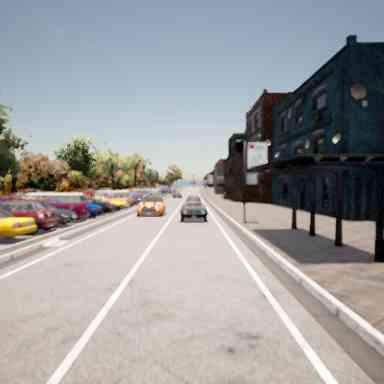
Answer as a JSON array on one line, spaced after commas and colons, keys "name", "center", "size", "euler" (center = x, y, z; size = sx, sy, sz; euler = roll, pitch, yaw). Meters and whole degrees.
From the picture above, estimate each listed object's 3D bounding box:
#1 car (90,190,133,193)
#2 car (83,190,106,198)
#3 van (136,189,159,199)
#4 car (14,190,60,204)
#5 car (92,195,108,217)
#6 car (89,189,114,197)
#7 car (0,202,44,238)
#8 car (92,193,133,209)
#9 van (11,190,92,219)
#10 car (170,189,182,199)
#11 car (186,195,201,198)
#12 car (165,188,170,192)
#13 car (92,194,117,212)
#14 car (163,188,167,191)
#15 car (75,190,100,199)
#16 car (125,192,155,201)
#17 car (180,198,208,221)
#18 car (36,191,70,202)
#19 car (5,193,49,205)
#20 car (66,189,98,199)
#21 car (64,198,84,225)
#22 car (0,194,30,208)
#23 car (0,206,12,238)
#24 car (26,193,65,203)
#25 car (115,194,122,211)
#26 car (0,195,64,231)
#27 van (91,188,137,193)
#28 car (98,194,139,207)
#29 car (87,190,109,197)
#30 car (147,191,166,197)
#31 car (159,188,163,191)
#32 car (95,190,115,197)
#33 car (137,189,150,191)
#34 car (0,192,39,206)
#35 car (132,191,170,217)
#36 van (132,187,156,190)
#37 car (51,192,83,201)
[{"name": "car", "center": [-9.350, 0.968, 36.888], "size": [4.553, 1.767, 2.185], "euler": [0, 1, 0]}, {"name": "car", "center": [-22.167, 0.399, 75.833], "size": [4.553, 1.767, 2.185], "euler": [0, 1, 0]}, {"name": "van", "center": [-9.009, 0.427, 67.374], "size": [4.442, 1.987, 1.878], "euler": [0, 1, 0]}, {"name": "car", "center": [-22.339, 0.685, 48.111], "size": [5.566, 2.045, 2.435], "euler": [0, 1, 0]}, {"name": "car", "center": [-9.479, 1.241, 25.757], "size": [5.008, 1.535, 2.097], "euler": [0, 1, 0]}, {"name": "car", "center": [-22.116, 0.188, 81.525], "size": [5.566, 2.045, 2.435], "euler": [0, 1, 0]}, {"name": "car", "center": [-9.753, 1.380, 14.627], "size": [5.366, 1.575, 1.946], "euler": [0, 1, 0]}, {"name": "car", "center": [-9.219, 1.128, 34.105], "size": [5.366, 1.575, 1.946], "euler": [0, 1, 0]}, {"name": "van", "center": [-9.614, 1.052, 22.972], "size": [4.442, 1.987, 1.878], "euler": [0, 1, 0]}, {"name": "car", "center": [-3.023, 0.664, 68.391], "size": [1.994, 1.385, 4.181], "euler": [0, 1, 0]}, {"name": "car", "center": [0.203, 1.069, 42.050], "size": [1.994, 1.385, 4.181], "euler": [0, 1, 0]}, {"name": "car", "center": [-8.823, 0.439, 81.415], "size": [5.366, 1.575, 1.946], "euler": [0, 1, 0]}, {"name": "car", "center": [-9.445, 1.205, 28.540], "size": [5.008, 1.535, 2.097], "euler": [0, 1, 0]}, {"name": "car", "center": [-9.061, 0.513, 78.634], "size": [4.792, 1.488, 2.163], "euler": [0, 1, 0]}, {"name": "car", "center": [-22.149, 0.481, 70.388], "size": [4.553, 1.767, 2.185], "euler": [0, 1, 0]}, {"name": "car", "center": [-9.188, 0.777, 59.153], "size": [4.892, 1.521, 2.231], "euler": [0, 1, 0]}, {"name": "car", "center": [0.139, 1.341, 24.373], "size": [1.895, 1.301, 4.718], "euler": [0, 1, 0]}, {"name": "car", "center": [-22.352, 0.730, 53.682], "size": [4.553, 1.767, 2.185], "euler": [0, 1, 0]}, {"name": "car", "center": [-22.395, 0.976, 45.328], "size": [5.008, 1.535, 2.097], "euler": [0, 1, 1]}, {"name": "car", "center": [-22.233, 0.399, 67.478], "size": [5.566, 2.045, 2.435], "euler": [0, 1, 0]}, {"name": "car", "center": [-9.527, 1.314, 20.191], "size": [4.892, 1.521, 2.231], "euler": [0, 1, 0]}, {"name": "car", "center": [-22.432, 1.054, 39.760], "size": [5.008, 1.535, 2.097], "euler": [0, 1, 0]}, {"name": "car", "center": [-9.585, 1.418, 11.842], "size": [5.008, 1.535, 2.097], "euler": [0, 1, 0]}, {"name": "car", "center": [-22.350, 0.898, 50.898], "size": [4.892, 1.521, 2.231], "euler": [0, 1, 0]}, {"name": "car", "center": [-9.430, 1.209, 31.325], "size": [4.674, 1.452, 2.002], "euler": [0, 1, 0]}, {"name": "car", "center": [-9.514, 1.224, 17.281], "size": [4.553, 1.767, 2.185], "euler": [0, 1, 0]}, {"name": "van", "center": [-9.241, 0.831, 39.606], "size": [4.442, 1.987, 1.878], "euler": [0, 1, 0]}, {"name": "car", "center": [-9.305, 1.047, 42.456], "size": [4.792, 1.488, 2.163], "euler": [0, 1, 0]}, {"name": "car", "center": [-22.143, 0.357, 78.617], "size": [4.553, 1.767, 2.185], "euler": [0, 1, 0]}, {"name": "car", "center": [-9.001, 0.442, 84.058], "size": [4.674, 1.452, 2.002], "euler": [-1, 1, 1]}, {"name": "car", "center": [-9.120, 0.442, 64.715], "size": [5.566, 2.045, 2.435], "euler": [0, 1, 0]}, {"name": "car", "center": [-22.033, 0.272, 84.312], "size": [4.553, 1.767, 2.185], "euler": [0, 1, 0]}, {"name": "car", "center": [-9.233, 0.774, 50.802], "size": [4.553, 1.767, 2.185], "euler": [0, 1, 0]}, {"name": "car", "center": [-22.382, 0.889, 42.542], "size": [4.553, 1.767, 2.185], "euler": [0, 1, 1]}, {"name": "car", "center": [-3.300, 1.050, 27.635], "size": [2.097, 1.767, 4.553], "euler": [0, 1, 0]}, {"name": "van", "center": [-9.055, 0.509, 61.932], "size": [4.442, 1.987, 1.878], "euler": [0, 1, 0]}, {"name": "car", "center": [-22.244, 0.803, 59.252], "size": [4.792, 1.488, 2.163], "euler": [0, 1, 1]}]
